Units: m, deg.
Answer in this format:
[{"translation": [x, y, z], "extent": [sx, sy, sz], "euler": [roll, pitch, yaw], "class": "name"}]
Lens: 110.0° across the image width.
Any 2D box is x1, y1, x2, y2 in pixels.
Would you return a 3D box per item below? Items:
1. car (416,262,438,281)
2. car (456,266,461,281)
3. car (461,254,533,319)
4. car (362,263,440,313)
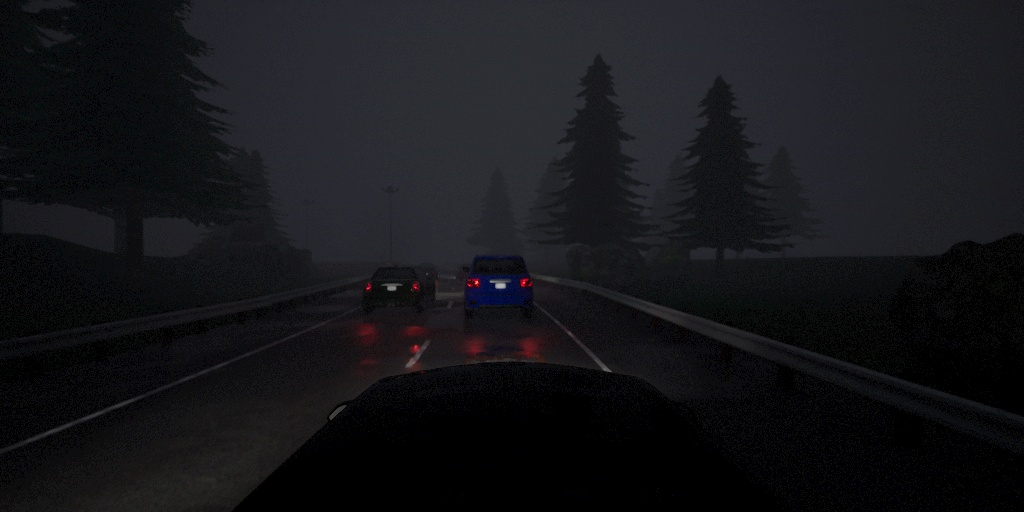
[{"translation": [-7.596, 1.309, 31.895], "extent": [1.812, 1.442, 4.674], "euler": [0, 0, -14], "class": "car"}, {"translation": [-3.678, 1.334, 30.537], "extent": [1.994, 1.385, 4.181], "euler": [0, 0, -13], "class": "car"}, {"translation": [-0.606, 0.974, 13.097], "extent": [2.150, 2.045, 5.566], "euler": [0, 0, -6], "class": "car"}, {"translation": [-4.296, 1.120, 14.307], "extent": [2.097, 1.767, 4.553], "euler": [0, 0, -6], "class": "car"}]
